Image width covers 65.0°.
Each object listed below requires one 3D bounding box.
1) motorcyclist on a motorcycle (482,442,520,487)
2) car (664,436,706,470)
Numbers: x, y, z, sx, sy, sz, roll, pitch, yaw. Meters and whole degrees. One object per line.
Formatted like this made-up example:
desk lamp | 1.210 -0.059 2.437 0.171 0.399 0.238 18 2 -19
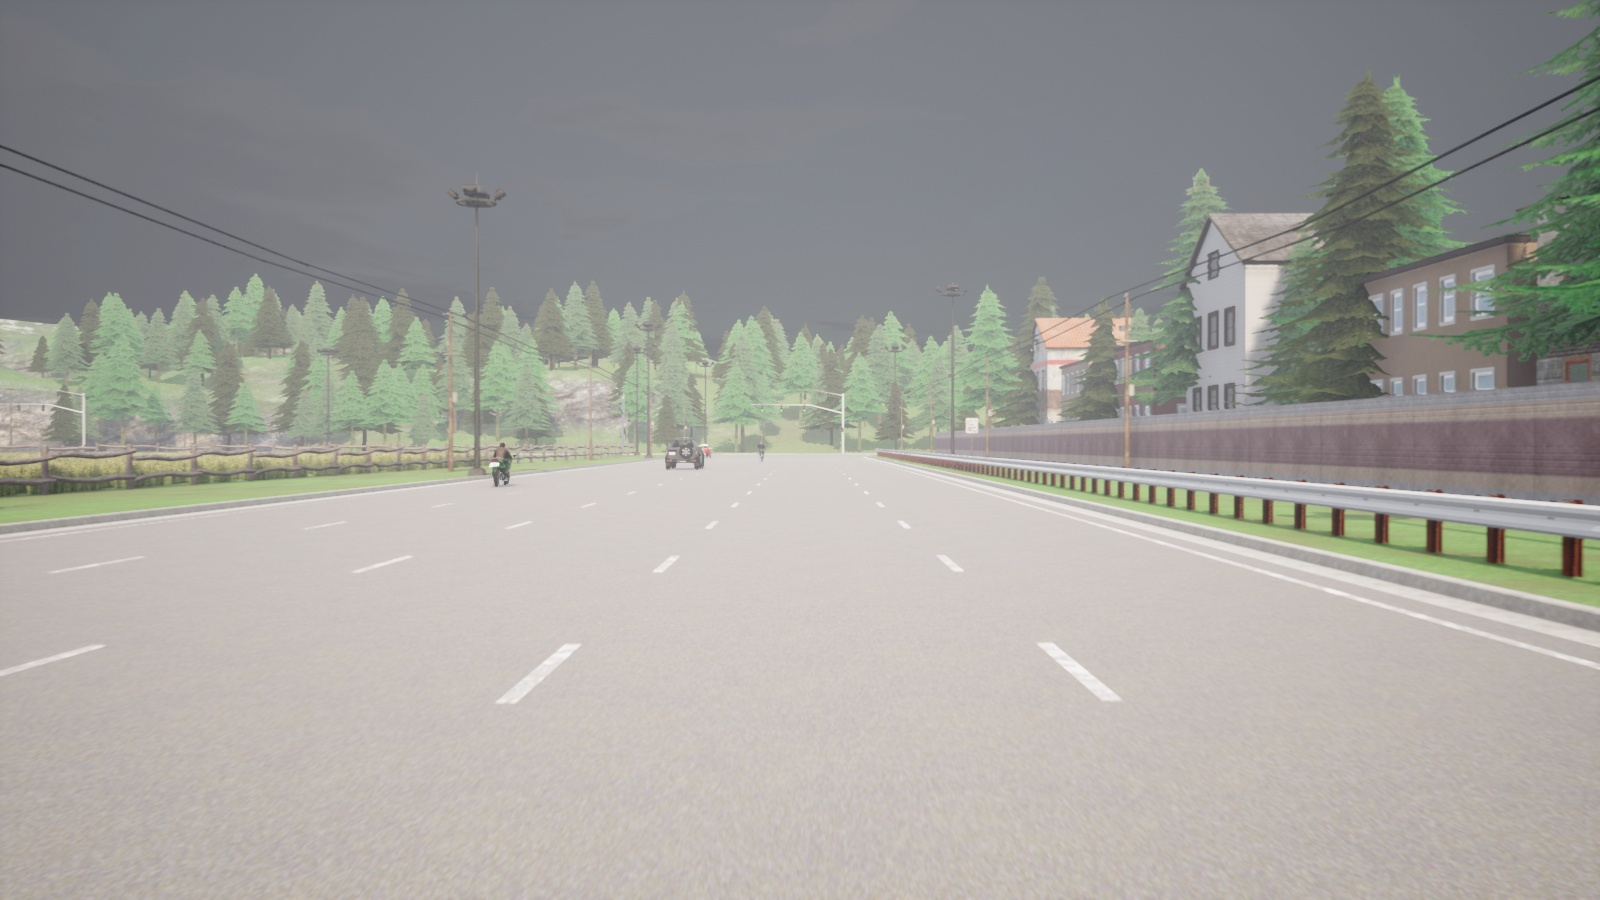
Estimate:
motorcyclist on a motorcycle | -10.239 0.477 43.107 0.797 1.523 2.044 0 0 0
car | -6.573 0.151 72.078 1.932 1.855 4.605 0 0 0
